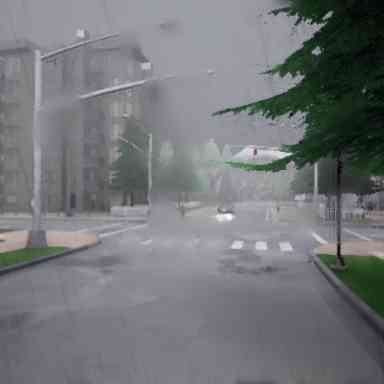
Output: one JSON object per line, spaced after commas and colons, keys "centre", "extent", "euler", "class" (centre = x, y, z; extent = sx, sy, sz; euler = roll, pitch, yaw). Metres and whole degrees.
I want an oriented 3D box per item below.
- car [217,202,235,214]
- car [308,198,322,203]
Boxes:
{"centre": [4.479, 2.122, 43.619], "extent": [2.128, 1.511, 4.902], "euler": [0, 0, 13], "class": "car"}
{"centre": [32.440, 2.554, 87.556], "extent": [1.845, 1.501, 3.633], "euler": [0, -1, 13], "class": "car"}
